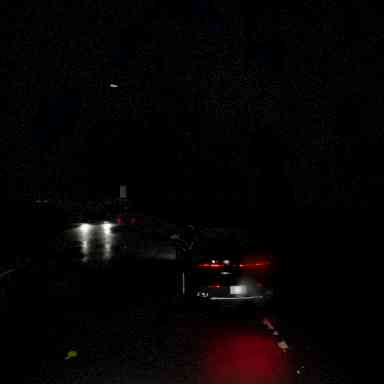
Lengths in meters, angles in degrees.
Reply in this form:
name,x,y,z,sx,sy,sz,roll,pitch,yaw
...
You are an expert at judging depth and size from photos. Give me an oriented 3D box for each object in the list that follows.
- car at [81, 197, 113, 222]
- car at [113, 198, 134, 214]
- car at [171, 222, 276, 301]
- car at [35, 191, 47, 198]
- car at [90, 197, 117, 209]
name,x,y,z,sx,sy,sz,roll,pitch,yaw
car,-7.494,1.401,25.757,1.882,1.535,5.008,1,0,-18
car,-7.470,1.382,34.822,1.882,1.535,5.008,1,0,-24
car,0.580,1.506,8.379,1.837,1.490,4.892,0,0,-6
car,-34.053,0.812,74.910,2.150,2.045,5.566,1,-1,-31
car,-11.745,1.379,43.865,2.033,1.411,5.357,1,0,-31
